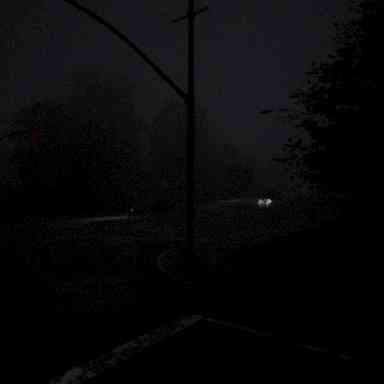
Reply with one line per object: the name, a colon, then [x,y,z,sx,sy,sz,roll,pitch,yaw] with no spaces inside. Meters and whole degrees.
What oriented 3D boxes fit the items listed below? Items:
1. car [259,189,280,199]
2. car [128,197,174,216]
car: [11.923,0.277,51.001,1.994,1.385,4.181,0,3,37]
car: [-3.667,1.270,30.475,2.128,1.511,4.902,0,1,37]
